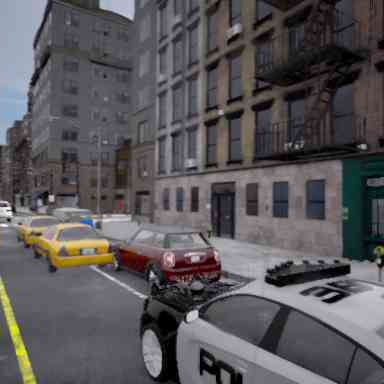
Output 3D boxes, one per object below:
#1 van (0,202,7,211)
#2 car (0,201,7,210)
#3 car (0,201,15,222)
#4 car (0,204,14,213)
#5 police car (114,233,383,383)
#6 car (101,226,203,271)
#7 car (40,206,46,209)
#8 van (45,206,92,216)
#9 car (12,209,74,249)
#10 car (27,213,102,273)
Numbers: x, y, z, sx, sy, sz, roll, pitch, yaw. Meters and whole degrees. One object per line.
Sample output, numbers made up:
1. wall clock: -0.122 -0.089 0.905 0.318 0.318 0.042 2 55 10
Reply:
1. van: -39.257 2.891 68.647 1.690 1.788 3.998 2 -2 -33
2. car: -42.216 2.962 73.172 2.192 1.841 5.009 2 -2 -33
3. car: -19.728 1.981 33.841 2.150 2.045 5.566 1 -2 -32
4. car: -33.342 2.906 59.594 2.008 1.369 4.403 2 -2 -33
5. police car: 1.081 1.543 3.440 1.930 1.638 5.238 2 -2 -33
6. car: -0.978 1.721 9.906 1.967 1.590 4.097 2 -2 -33
7. car: -10.012 1.897 23.752 2.192 1.841 5.009 2 -2 -33
8. van: -7.000 1.823 19.137 1.690 1.788 3.998 2 -2 -33
9. car: -7.708 1.867 16.902 1.801 1.575 5.366 2 -2 -33
10. car: -4.429 1.758 11.879 1.801 1.575 5.366 2 -2 -33
